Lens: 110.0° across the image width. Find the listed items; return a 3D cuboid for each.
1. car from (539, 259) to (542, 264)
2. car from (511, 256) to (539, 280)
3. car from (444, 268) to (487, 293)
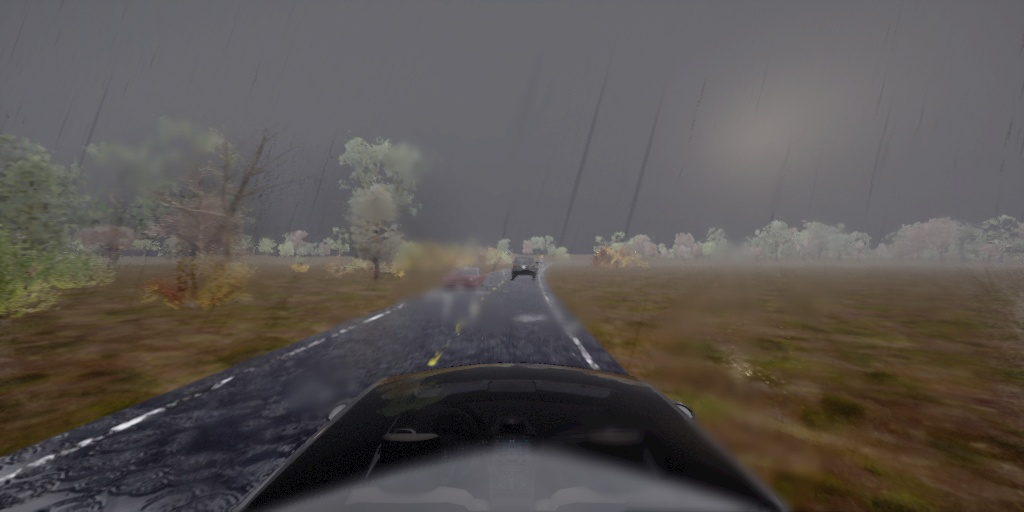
[{"bbox_3d":[2.819,1.412,50.803,2.033,1.411,5.357,0,0,6],"label":"car"},{"bbox_3d":[1.140,1.038,32.257,2.150,2.045,5.566,0,0,4],"label":"car"},{"bbox_3d":[-2.674,1.376,21.334,1.895,1.301,4.718,0,0,3],"label":"car"}]
